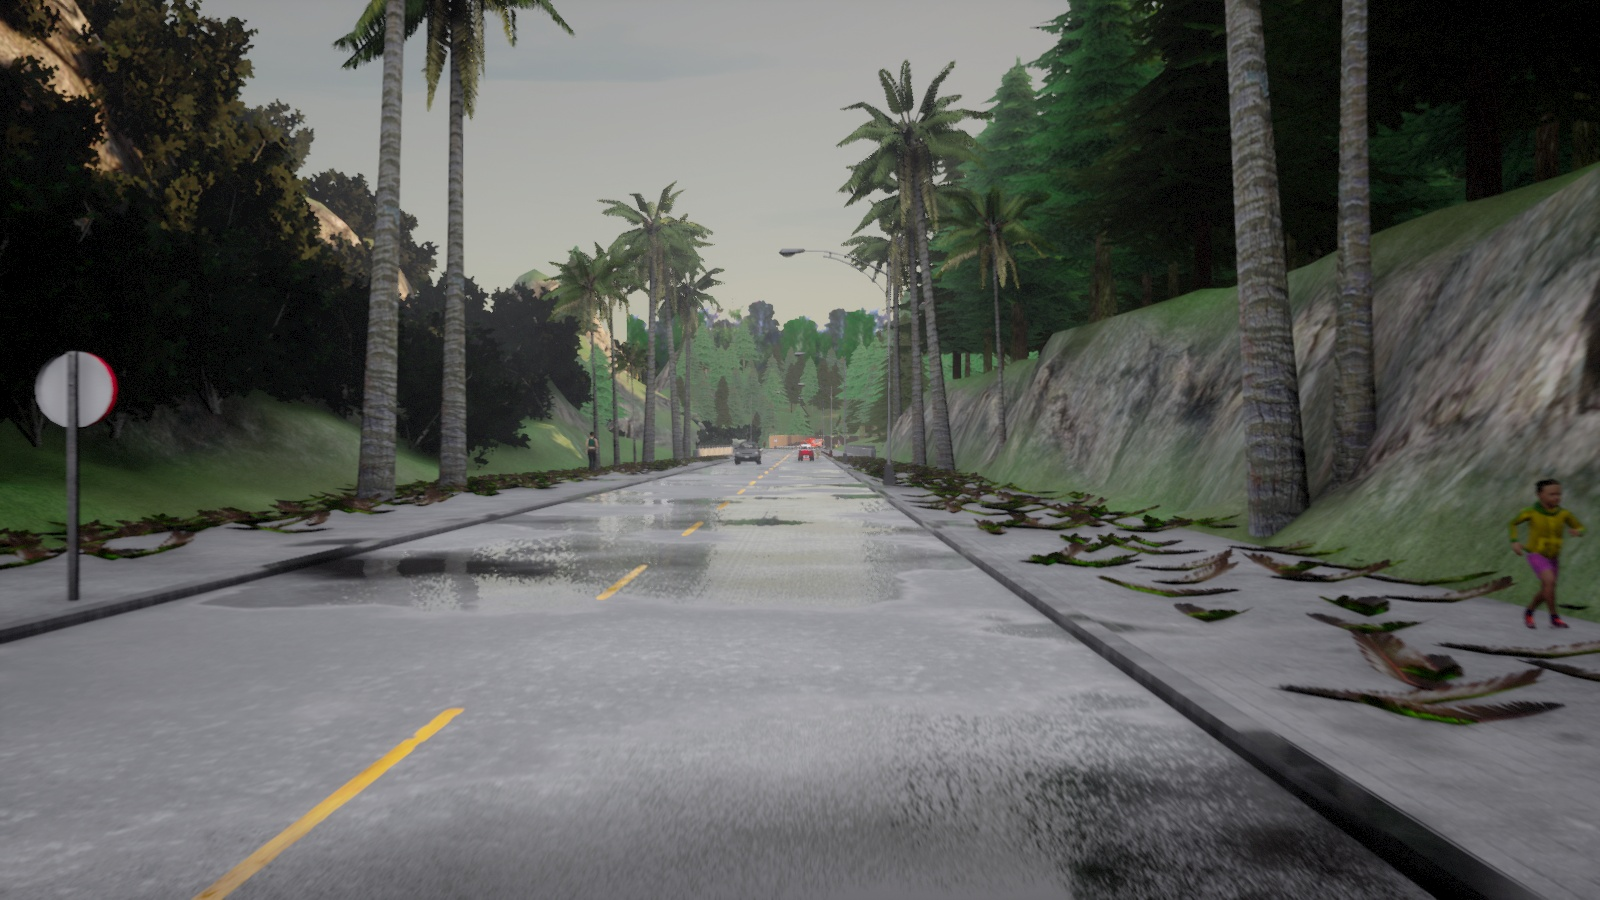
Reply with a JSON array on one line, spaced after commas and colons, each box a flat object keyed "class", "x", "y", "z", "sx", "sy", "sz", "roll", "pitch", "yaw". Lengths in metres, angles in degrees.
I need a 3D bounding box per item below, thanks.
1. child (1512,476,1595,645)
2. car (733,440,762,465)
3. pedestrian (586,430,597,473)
[{"class": "child", "x": 5.345, "y": 0.769, "z": 8.922, "sx": 0.299, "sy": 1.160, "sz": 0.473, "roll": 0, "pitch": 0, "yaw": 0}, {"class": "car", "x": -3.567, "y": 0.158, "z": 85.807, "sx": 1.851, "sy": 1.617, "sz": 3.988, "roll": 0, "pitch": 0, "yaw": 0}, {"class": "pedestrian", "x": -8.965, "y": 0.072, "z": 53.948, "sx": 0.345, "sy": 1.836, "sz": 0.594, "roll": 0, "pitch": 0, "yaw": 3}]
